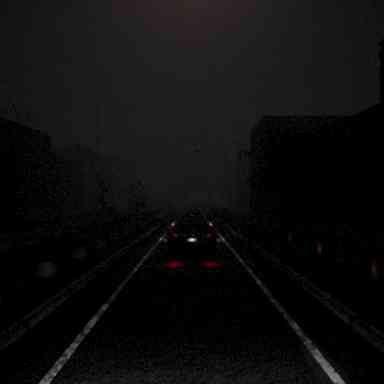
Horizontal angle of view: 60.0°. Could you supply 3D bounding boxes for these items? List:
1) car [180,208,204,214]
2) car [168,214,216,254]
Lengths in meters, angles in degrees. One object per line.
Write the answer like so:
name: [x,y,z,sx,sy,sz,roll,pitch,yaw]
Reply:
car: [0.000,2.224,29.677,1.837,1.490,4.892,0,-2,0]
car: [0.000,1.852,14.671,1.994,1.385,4.181,0,-2,0]
